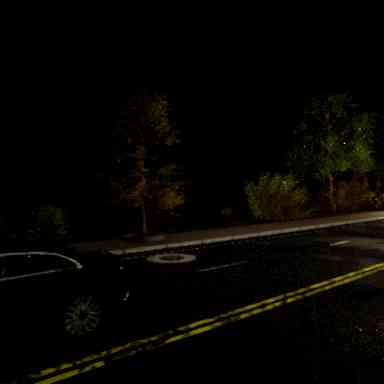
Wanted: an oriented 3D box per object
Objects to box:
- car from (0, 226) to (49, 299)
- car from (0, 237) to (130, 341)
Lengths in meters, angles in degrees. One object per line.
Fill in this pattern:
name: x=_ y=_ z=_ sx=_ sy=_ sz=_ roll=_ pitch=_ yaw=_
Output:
car: x=-5.880 y=1.685 z=7.369 sx=4.674 sy=1.442 sz=1.812 roll=0 pitch=-1 yaw=-38
car: x=-3.403 y=1.595 z=5.179 sx=4.902 sy=1.511 sz=2.128 roll=0 pitch=-1 yaw=-38
